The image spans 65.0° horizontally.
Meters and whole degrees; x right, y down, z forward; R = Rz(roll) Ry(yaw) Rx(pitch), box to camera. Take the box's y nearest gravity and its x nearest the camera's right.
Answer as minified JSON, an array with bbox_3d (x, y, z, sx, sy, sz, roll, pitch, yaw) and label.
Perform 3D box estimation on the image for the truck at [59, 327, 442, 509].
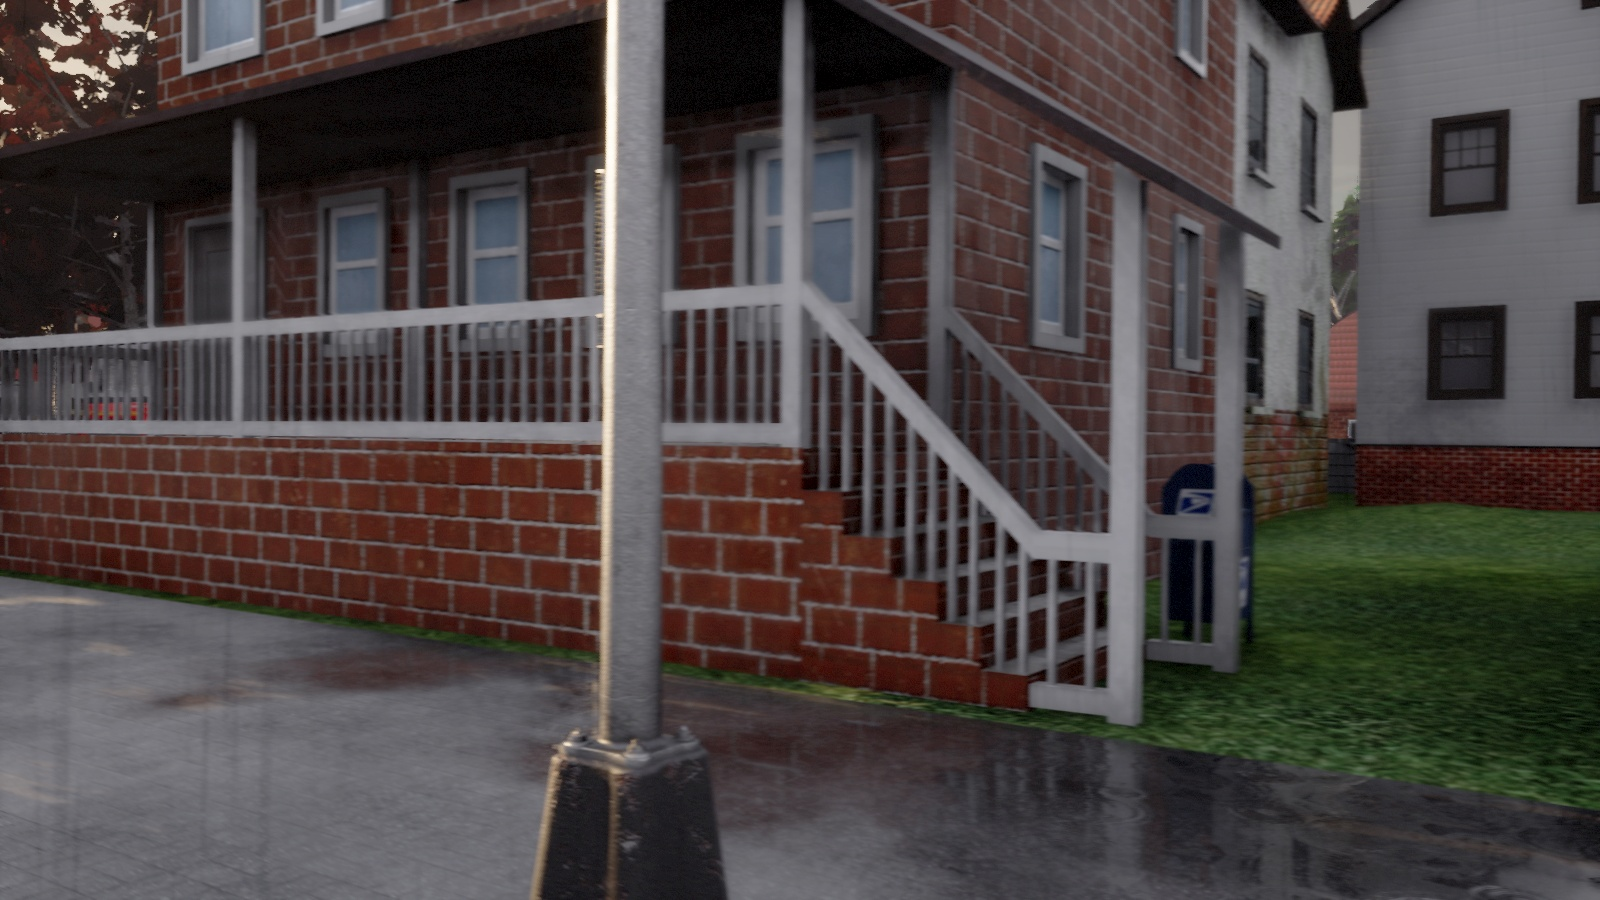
[{"bbox_3d":[-13.052,-0.736,30.842,2.891,3.827,8.468,0,1,30],"label":"truck"}]
